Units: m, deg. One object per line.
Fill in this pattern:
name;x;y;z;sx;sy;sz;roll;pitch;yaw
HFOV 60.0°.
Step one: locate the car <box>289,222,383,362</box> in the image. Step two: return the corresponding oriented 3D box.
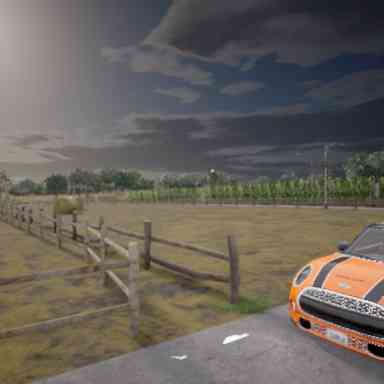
car;3.760;1.314;5.713;4.553;1.767;2.097;0;0;-35
